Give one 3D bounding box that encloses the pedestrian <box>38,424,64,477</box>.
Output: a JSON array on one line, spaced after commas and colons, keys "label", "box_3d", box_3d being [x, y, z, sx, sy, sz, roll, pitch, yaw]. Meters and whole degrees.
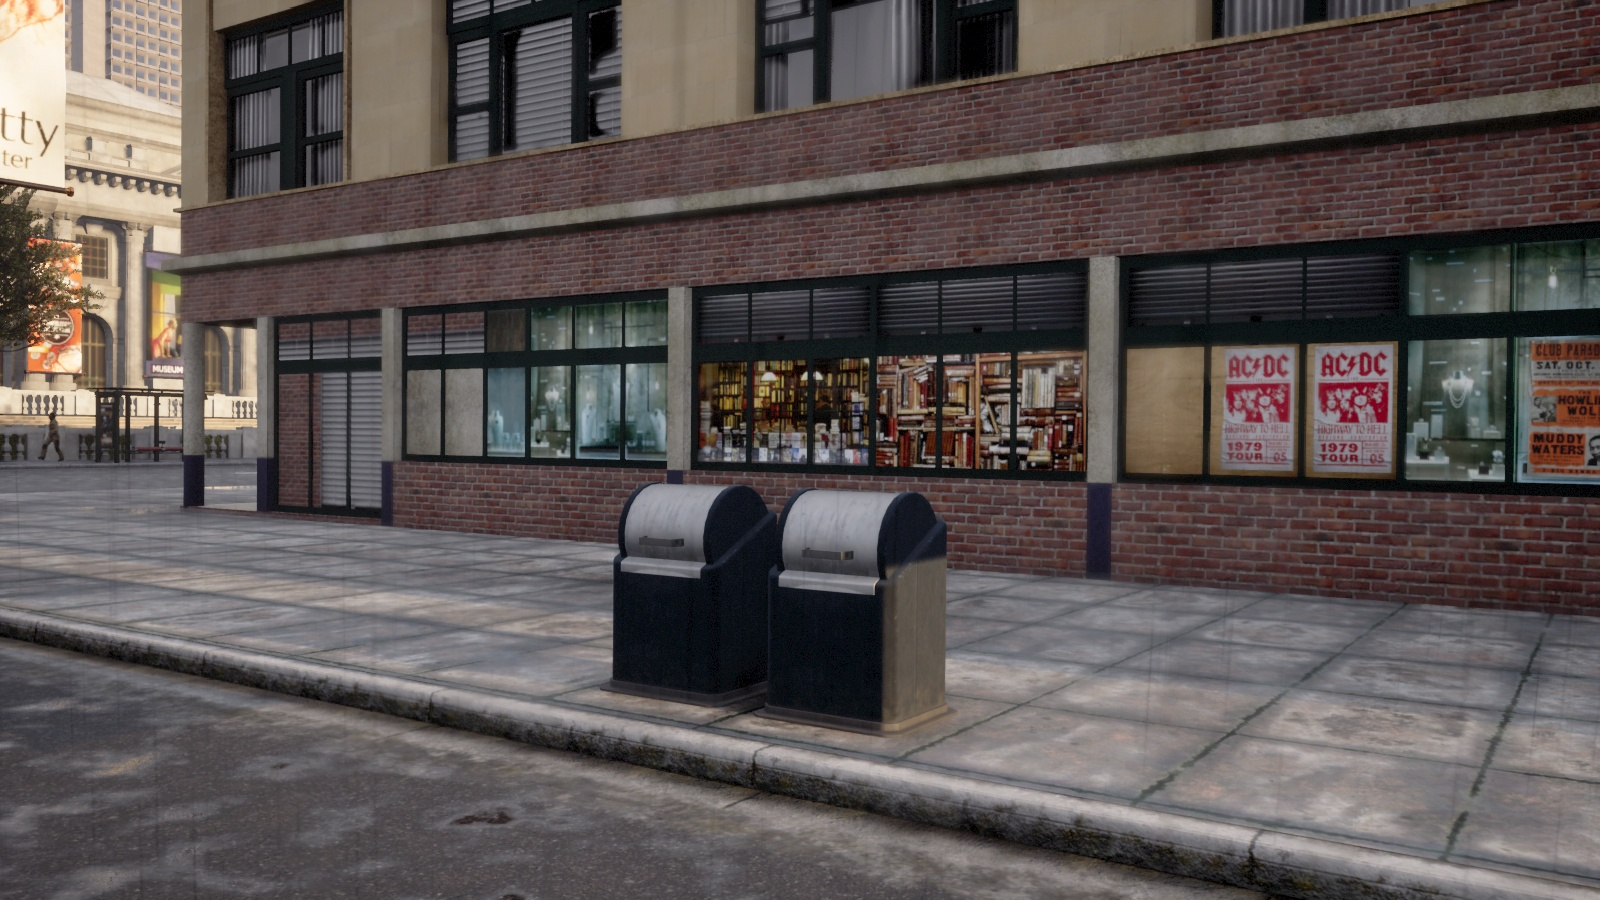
[{"label": "pedestrian", "box_3d": [-27.677, 0.005, 46.418, 0.396, 1.930, 0.692, 0, 1, 26]}]
